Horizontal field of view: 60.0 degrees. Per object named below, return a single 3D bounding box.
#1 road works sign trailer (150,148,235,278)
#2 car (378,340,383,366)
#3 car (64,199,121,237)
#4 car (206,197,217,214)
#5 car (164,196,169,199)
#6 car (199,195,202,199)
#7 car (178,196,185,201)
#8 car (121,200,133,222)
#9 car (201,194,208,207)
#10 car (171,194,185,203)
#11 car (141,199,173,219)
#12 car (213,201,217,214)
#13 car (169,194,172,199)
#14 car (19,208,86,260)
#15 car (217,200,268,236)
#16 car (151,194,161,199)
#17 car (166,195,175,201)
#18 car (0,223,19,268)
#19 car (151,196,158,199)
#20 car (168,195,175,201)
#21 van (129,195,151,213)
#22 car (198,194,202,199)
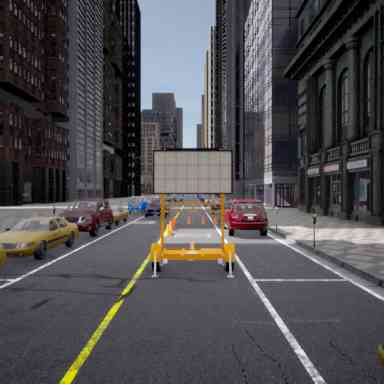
[{"bbox_3d":[0.023,0.464,10.163,2.380,3.560,2.880,0,0,0],"label":"road works sign trailer"},{"bbox_3d":[2.763,1.525,1.497,1.752,1.417,4.829,0,0,0],"label":"car"},{"bbox_3d":[-5.724,1.316,18.261,2.192,1.841,5.009,0,0,0],"label":"car"},{"bbox_3d":[2.840,1.559,35.170,2.008,1.369,4.403,0,0,0],"label":"car"},{"bbox_3d":[-5.635,1.341,57.746,2.192,1.841,5.009,0,0,0],"label":"car"},{"bbox_3d":[2.904,1.597,63.372,1.947,1.339,4.313,0,0,0],"label":"car"},{"bbox_3d":[-2.795,1.655,90.113,1.895,1.301,4.718,0,0,0],"label":"car"},{"bbox_3d":[-5.711,1.528,23.731,1.752,1.417,4.829,0,0,0],"label":"car"},{"bbox_3d":[2.878,1.461,52.091,1.967,1.590,4.097,0,0,0],"label":"car"},{"bbox_3d":[-2.840,1.537,70.125,1.837,1.490,4.892,0,0,0],"label":"car"},{"bbox_3d":[-3.032,1.606,29.561,1.895,1.301,4.718,0,0,0],"label":"car"},{"bbox_3d":[2.814,1.554,23.889,2.008,1.369,4.403,0,0,0],"label":"car"},{"bbox_3d":[-5.595,1.607,74.668,1.947,1.339,4.313,0,0,0],"label":"car"},{"bbox_3d":[-5.737,1.525,12.450,1.752,1.417,4.829,0,0,0],"label":"car"},{"bbox_3d":[2.801,1.316,18.249,2.192,1.841,5.009,0,0,0],"label":"car"},{"bbox_3d":[-5.661,1.331,46.464,2.192,1.841,5.009,0,0,0],"label":"car"},{"bbox_3d":[-5.570,1.602,85.949,2.008,1.369,4.403,0,0,0],"label":"car"},{"bbox_3d":[-5.750,1.525,6.809,1.752,1.417,4.829,0,0,0],"label":"car"},{"bbox_3d":[-5.673,1.562,40.823,2.008,1.369,4.403,0,0,0],"label":"car"},{"bbox_3d":[-5.557,1.581,91.420,1.752,1.417,4.829,0,0,0],"label":"car"},{"bbox_3d":[-5.686,1.349,35.183,1.690,1.788,3.998,0,0,0],"label":"van"},{"bbox_3d":[2.942,1.591,80.294,1.887,1.381,4.507,0,0,0],"label":"car"}]
